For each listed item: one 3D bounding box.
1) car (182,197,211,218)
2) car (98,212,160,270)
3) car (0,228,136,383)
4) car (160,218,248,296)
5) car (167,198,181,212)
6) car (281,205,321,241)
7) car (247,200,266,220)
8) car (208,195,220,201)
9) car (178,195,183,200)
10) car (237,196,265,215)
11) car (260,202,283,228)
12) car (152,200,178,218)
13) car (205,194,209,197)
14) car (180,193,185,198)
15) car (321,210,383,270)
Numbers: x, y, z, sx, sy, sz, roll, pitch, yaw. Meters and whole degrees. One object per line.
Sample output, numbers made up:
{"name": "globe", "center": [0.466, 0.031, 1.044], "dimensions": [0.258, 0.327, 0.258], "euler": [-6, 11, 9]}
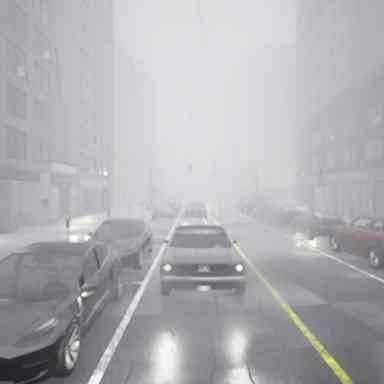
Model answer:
{"name": "car", "center": [0.312, 1.496, 28.136], "dimensions": [1.882, 1.535, 5.008], "euler": [0, 0, 0]}
{"name": "car", "center": [-2.334, 1.572, 11.089], "dimensions": [1.947, 1.339, 4.313], "euler": [0, 0, 0]}
{"name": "car", "center": [-2.328, 1.568, 5.564], "dimensions": [1.947, 1.339, 4.313], "euler": [0, 0, 0]}
{"name": "car", "center": [0.227, 1.607, 8.816], "dimensions": [1.895, 1.301, 4.718], "euler": [0, 0, 0]}
{"name": "car", "center": [-2.360, 1.586, 33.190], "dimensions": [1.947, 1.339, 4.313], "euler": [0, 0, 0]}
{"name": "car", "center": [6.185, 1.565, 16.636], "dimensions": [2.008, 1.369, 4.403], "euler": [0, 0, 0]}
{"name": "car", "center": [6.172, 1.587, 27.683], "dimensions": [1.947, 1.339, 4.313], "euler": [0, 0, 0]}
{"name": "car", "center": [5.823, 1.523, 82.620], "dimensions": [1.967, 1.590, 4.097], "euler": [0, 0, -1]}
{"name": "car", "center": [-2.367, 1.464, 38.715], "dimensions": [1.967, 1.590, 4.097], "euler": [0, 0, 0]}
{"name": "car", "center": [6.166, 1.340, 33.207], "dimensions": [2.192, 1.841, 5.009], "euler": [0, 0, 0]}
{"name": "car", "center": [6.179, 1.568, 22.159], "dimensions": [2.008, 1.369, 4.403], "euler": [0, 0, 0]}
{"name": "car", "center": [-2.354, 1.598, 27.665], "dimensions": [1.802, 1.307, 4.206], "euler": [0, 0, 0]}
{"name": "car", "center": [5.561, 1.684, 93.927], "dimensions": [1.802, 1.307, 4.206], "euler": [0, 0, -1]}
{"name": "car", "center": [-2.962, 1.537, 93.738], "dimensions": [1.967, 1.590, 4.097], "euler": [0, 0, -1]}
{"name": "car", "center": [6.191, 1.451, 11.112], "dimensions": [1.967, 1.590, 4.097], "euler": [0, 0, 0]}
